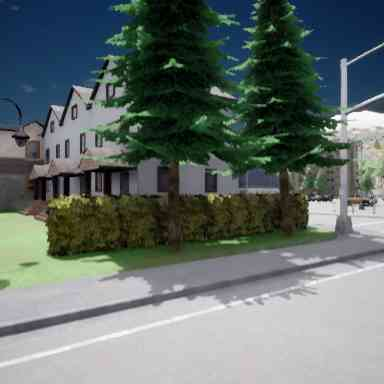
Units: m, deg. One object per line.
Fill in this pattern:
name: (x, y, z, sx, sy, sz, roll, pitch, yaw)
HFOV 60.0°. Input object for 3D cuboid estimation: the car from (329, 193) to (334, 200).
car: (28.166, 1.078, 71.951, 1.932, 1.855, 4.605, 0, 0, -36)

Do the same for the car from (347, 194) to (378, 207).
car: (23.314, 1.078, 46.494, 1.932, 1.855, 4.605, 0, 0, -36)

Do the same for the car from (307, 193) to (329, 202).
car: (26.052, 1.058, 69.916, 1.905, 1.878, 3.866, 0, 0, -36)

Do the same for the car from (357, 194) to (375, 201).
car: (43.311, 1.356, 82.721, 1.845, 1.501, 3.633, 0, 0, -36)

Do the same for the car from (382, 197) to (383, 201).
car: (45.240, 1.367, 74.961, 1.970, 1.475, 3.806, 0, 0, -36)
